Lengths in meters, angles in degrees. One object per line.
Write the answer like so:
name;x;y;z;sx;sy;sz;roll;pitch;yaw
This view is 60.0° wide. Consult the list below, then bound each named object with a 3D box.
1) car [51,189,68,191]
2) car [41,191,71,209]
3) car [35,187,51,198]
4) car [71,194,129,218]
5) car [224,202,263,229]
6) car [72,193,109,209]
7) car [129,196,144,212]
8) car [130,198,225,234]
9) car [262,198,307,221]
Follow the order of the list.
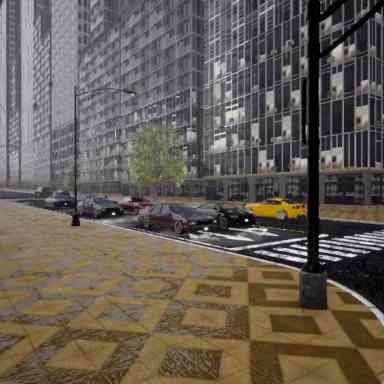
car;-25.349;0.271;65.040;1.837;1.490;4.892;0;1;-38
car;-13.397;0.939;33.562;1.994;1.385;4.181;0;1;-38
car;-28.475;-0.026;63.764;2.150;2.045;5.566;0;1;-38
car;-7.188;1.107;25.614;2.033;1.411;5.357;0;1;-38
car;1.721;1.309;19.523;1.994;1.385;4.181;0;1;-38
car;-11.025;0.913;35.804;2.033;1.411;5.357;0;1;-38
car;-4.610;1.082;27.592;1.812;1.442;4.674;0;1;-38
car;-0.970;1.292;17.687;2.033;1.411;5.357;0;1;-38
car;6.105;1.190;24.669;1.882;1.535;5.008;0;1;-37
